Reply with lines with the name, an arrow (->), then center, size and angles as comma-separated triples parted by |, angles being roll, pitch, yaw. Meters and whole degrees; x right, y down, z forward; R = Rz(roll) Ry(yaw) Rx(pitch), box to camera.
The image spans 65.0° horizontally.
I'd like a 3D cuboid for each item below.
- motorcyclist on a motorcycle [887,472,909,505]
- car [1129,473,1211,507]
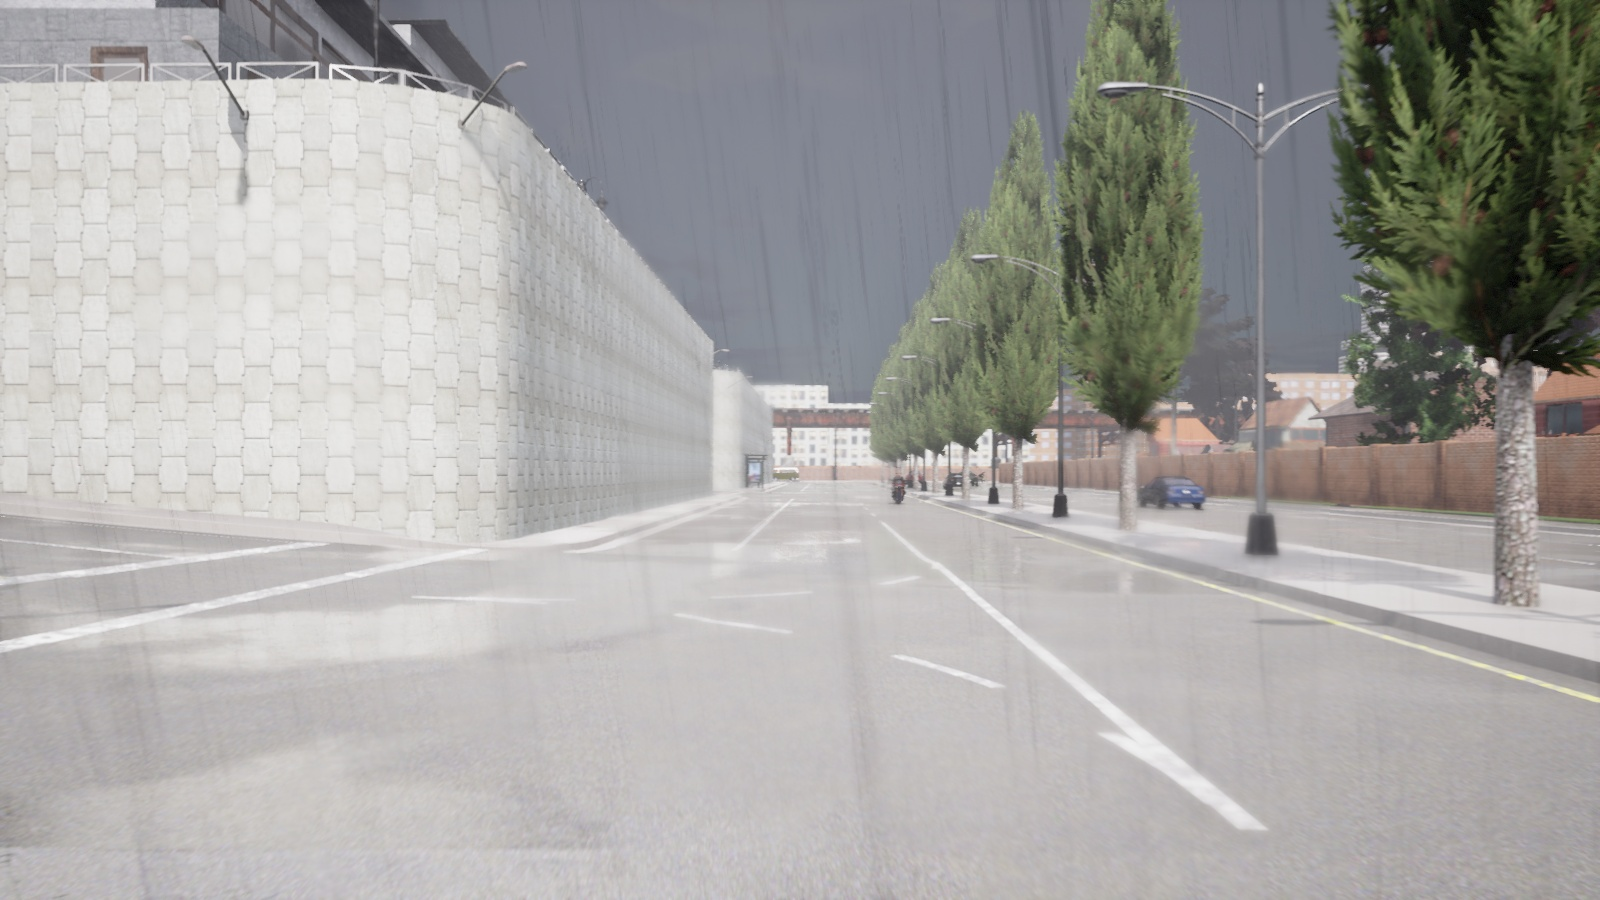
motorcyclist on a motorcycle -> 4.625, 1.824, 59.408 | 0.866, 1.530, 2.191 | 0, -1, 1
car -> 16.041, 1.710, 54.739 | 2.033, 1.411, 5.357 | 0, -1, 1
